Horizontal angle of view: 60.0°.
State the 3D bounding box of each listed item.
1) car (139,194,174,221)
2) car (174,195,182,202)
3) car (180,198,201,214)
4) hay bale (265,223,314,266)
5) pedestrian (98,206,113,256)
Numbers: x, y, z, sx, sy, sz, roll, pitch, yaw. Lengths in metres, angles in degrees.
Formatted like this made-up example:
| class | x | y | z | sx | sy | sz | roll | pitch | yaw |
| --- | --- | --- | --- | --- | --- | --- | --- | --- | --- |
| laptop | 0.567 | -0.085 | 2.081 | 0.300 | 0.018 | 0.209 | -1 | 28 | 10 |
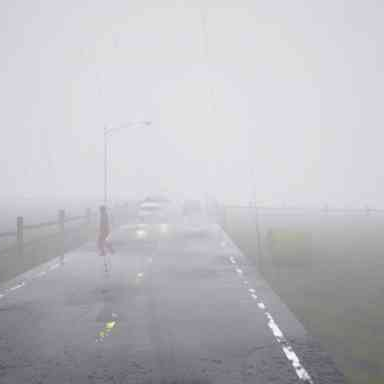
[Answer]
| class | x | y | z | sx | sy | sz | roll | pitch | yaw |
| --- | --- | --- | --- | --- | --- | --- | --- | --- | --- |
| car | -2.919 | 1.231 | 27.310 | 2.150 | 2.045 | 5.566 | 0 | 0 | 0 |
| car | -2.927 | 1.357 | 68.972 | 1.837 | 1.490 | 4.892 | 0 | 0 | 0 |
| car | 0.002 | 1.616 | 35.267 | 1.895 | 1.301 | 4.718 | 0 | 0 | 0 |
| hay bale | 3.091 | 1.658 | 10.698 | 1.220 | 1.180 | 1.240 | -1 | -1 | 0 |
| pedestrian | -3.067 | 1.297 | 11.581 | 0.375 | 1.860 | 0.375 | 1 | -1 | -2 |
